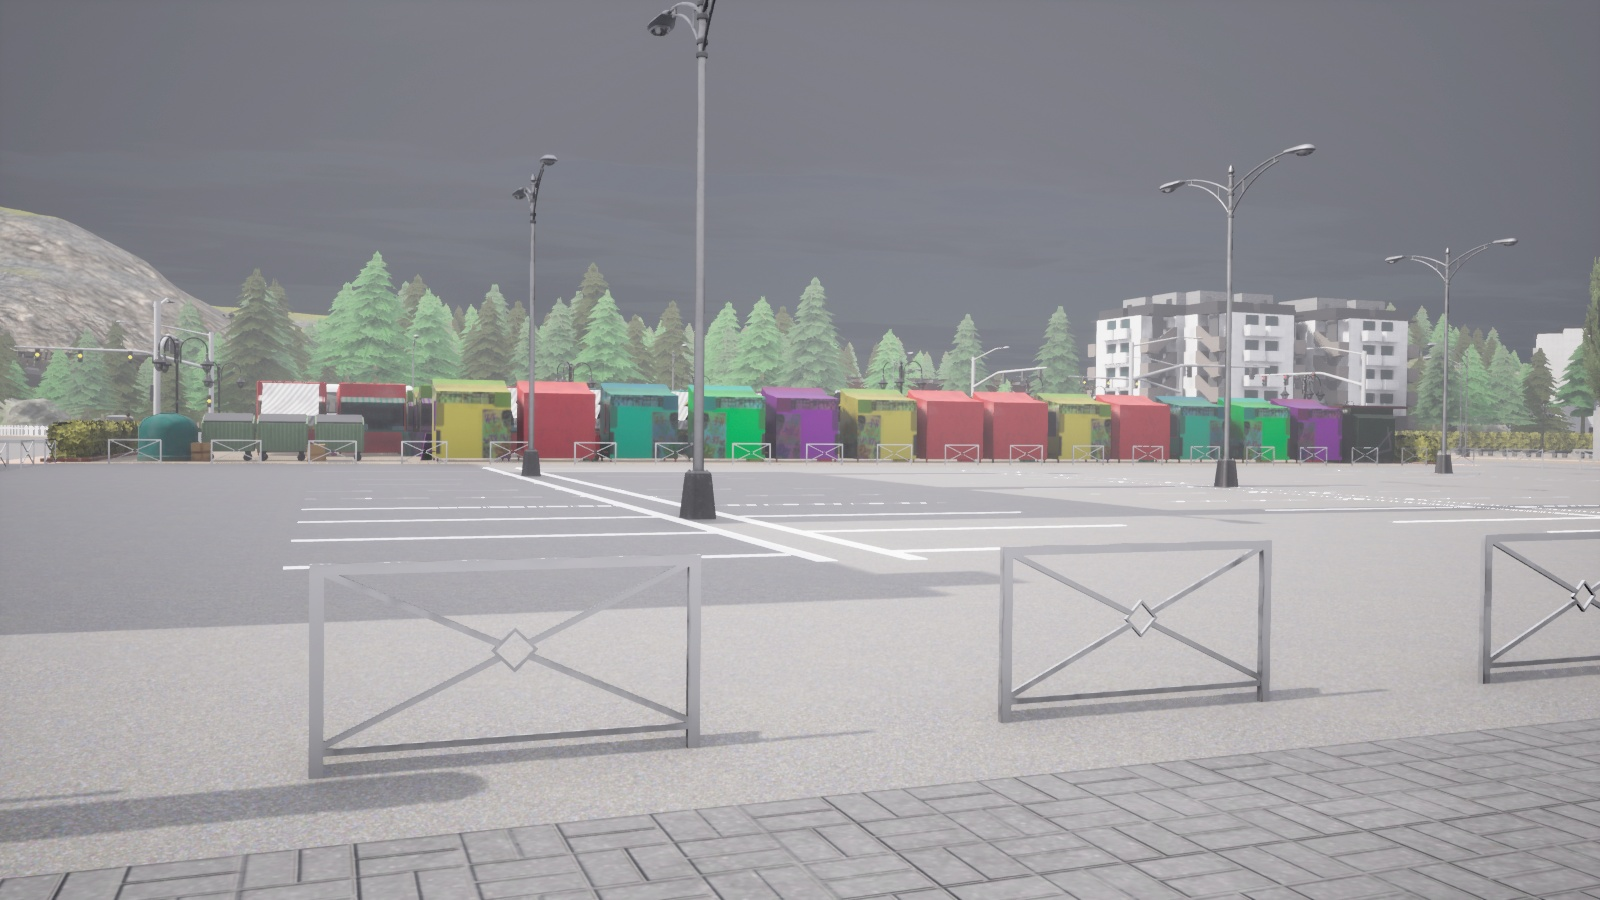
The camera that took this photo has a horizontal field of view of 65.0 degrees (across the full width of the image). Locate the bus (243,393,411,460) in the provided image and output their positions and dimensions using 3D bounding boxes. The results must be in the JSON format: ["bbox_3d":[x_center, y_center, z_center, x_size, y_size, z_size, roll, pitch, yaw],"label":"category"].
[{"bbox_3d":[-31.637,-1.609,84.334,10.273,4.253,3.944,-1,1,-21],"label":"bus"}]
